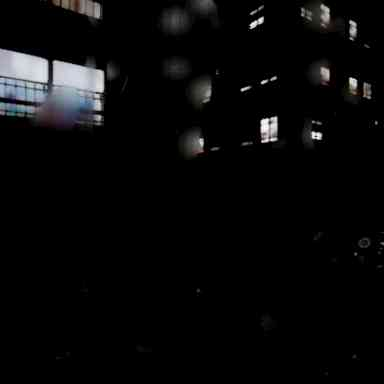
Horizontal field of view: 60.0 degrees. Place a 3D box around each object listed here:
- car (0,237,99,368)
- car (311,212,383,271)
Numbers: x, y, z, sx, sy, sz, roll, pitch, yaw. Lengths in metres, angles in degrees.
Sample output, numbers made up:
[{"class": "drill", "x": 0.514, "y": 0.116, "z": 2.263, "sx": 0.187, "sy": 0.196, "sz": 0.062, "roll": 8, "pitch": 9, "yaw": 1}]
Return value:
[{"class": "car", "x": -3.412, "y": 1.444, "z": 4.127, "sx": 4.097, "sy": 1.590, "sz": 1.967, "roll": 0, "pitch": 0, "yaw": -35}, {"class": "car", "x": 5.608, "y": 1.373, "z": 10.560, "sx": 4.097, "sy": 1.590, "sz": 1.967, "roll": 0, "pitch": 0, "yaw": -35}]
